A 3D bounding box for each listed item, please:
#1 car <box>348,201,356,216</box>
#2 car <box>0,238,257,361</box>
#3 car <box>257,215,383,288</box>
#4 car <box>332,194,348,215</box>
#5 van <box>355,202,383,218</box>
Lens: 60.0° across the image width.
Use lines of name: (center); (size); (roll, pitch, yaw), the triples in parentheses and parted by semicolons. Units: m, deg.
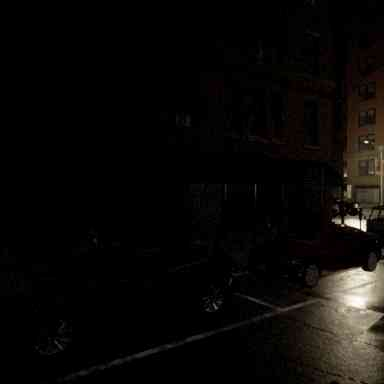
car: (13.111, 1.218, 31.641); (2.150, 2.045, 5.566); (0, 0, -36)
car: (-1.132, 1.566, 5.944); (4.313, 1.339, 1.947); (0, 0, -35)
car: (3.490, 1.544, 9.211); (4.507, 1.381, 1.887); (0, 0, -35)
car: (10.481, 1.199, 29.734); (2.150, 2.045, 5.566); (0, 1, -36)
van: (8.113, 1.338, 12.477); (3.998, 1.788, 1.690); (0, 0, -35)
